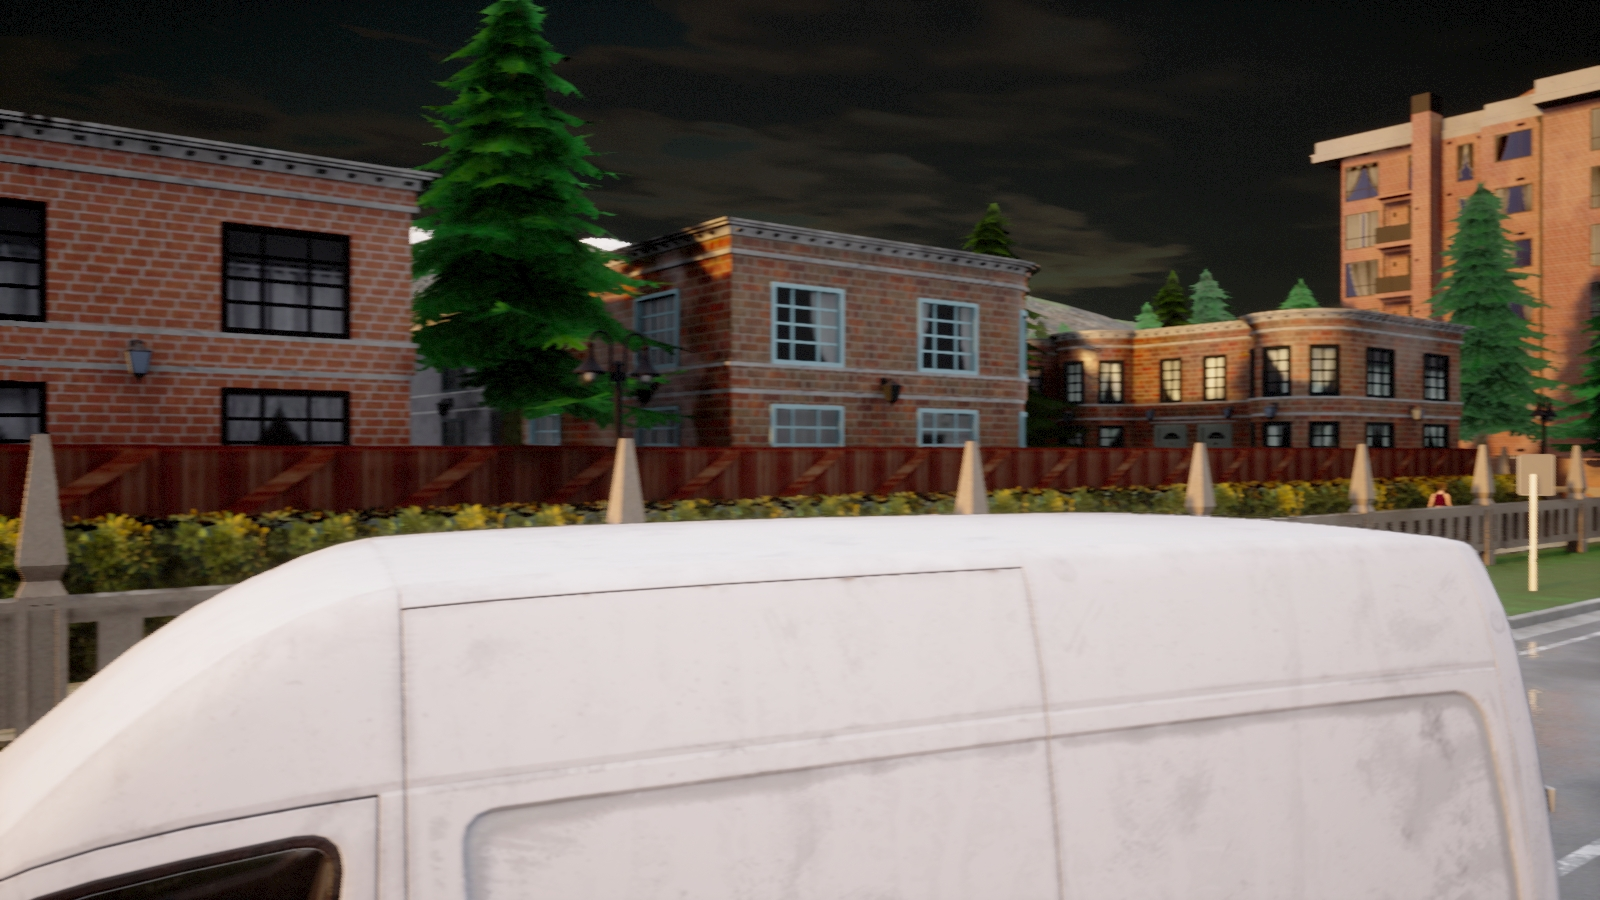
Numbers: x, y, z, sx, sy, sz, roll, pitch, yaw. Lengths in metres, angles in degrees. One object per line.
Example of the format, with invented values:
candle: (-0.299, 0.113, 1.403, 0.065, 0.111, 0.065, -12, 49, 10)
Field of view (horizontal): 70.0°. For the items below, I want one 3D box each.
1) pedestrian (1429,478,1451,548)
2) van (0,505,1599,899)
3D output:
pedestrian: (17.248, 1.700, 30.792, 0.375, 1.860, 0.375, 0, 0, -37)
van: (-0.627, 1.532, 3.257, 5.915, 2.561, 1.988, 0, 0, -23)
